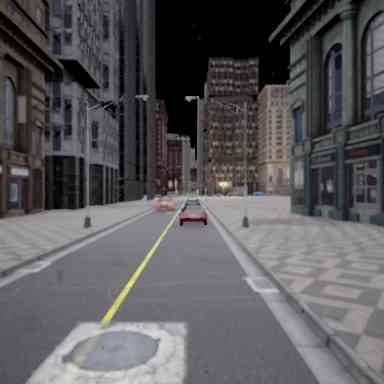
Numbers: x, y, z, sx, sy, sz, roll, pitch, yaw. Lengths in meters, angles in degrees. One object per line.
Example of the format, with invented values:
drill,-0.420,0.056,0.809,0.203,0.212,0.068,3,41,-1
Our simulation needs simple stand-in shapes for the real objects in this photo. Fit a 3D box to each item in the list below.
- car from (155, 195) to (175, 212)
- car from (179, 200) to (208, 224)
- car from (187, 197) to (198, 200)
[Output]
car,-3.082,1.300,38.615,2.097,1.767,4.553,0,0,0
car,0.099,1.533,24.344,1.994,1.385,4.181,0,0,0
car,0.096,1.436,43.575,2.128,1.511,4.902,0,0,0
